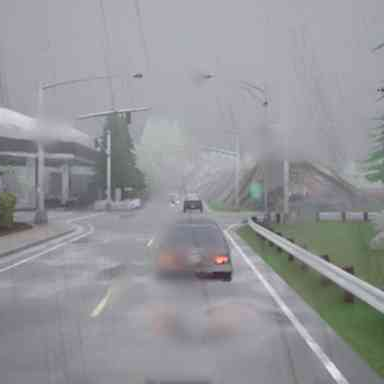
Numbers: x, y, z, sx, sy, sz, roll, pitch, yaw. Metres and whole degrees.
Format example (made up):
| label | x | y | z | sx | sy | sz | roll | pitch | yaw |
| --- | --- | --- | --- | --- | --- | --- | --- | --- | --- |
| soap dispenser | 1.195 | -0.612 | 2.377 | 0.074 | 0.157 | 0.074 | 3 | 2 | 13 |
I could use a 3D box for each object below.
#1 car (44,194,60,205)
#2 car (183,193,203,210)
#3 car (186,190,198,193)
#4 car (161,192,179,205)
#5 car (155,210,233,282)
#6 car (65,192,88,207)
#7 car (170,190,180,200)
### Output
| label | x | y | z | sx | sy | sz | roll | pitch | yaw |
| --- | --- | --- | --- | --- | --- | --- | --- | --- | --- |
| car | -20.226 | 1.089 | 46.452 | 2.242 | 1.667 | 4.611 | 0 | 0 | -1 |
| car | 0.105 | 1.189 | 34.719 | 1.882 | 1.535 | 5.008 | 0 | 1 | 0 |
| car | 0.014 | 0.620 | 70.884 | 2.150 | 2.045 | 5.566 | 0 | 0 | 0 |
| car | -3.569 | 1.124 | 50.274 | 2.033 | 1.411 | 5.357 | 0 | 0 | 0 |
| car | 0.070 | 1.466 | 9.567 | 2.033 | 1.411 | 5.357 | 0 | 0 | 1 |
| car | -14.520 | 0.957 | 42.172 | 1.905 | 1.878 | 3.866 | 0 | 0 | -1 |
| car | -3.499 | 0.664 | 66.166 | 2.150 | 2.045 | 5.566 | 0 | 1 | 0 |
